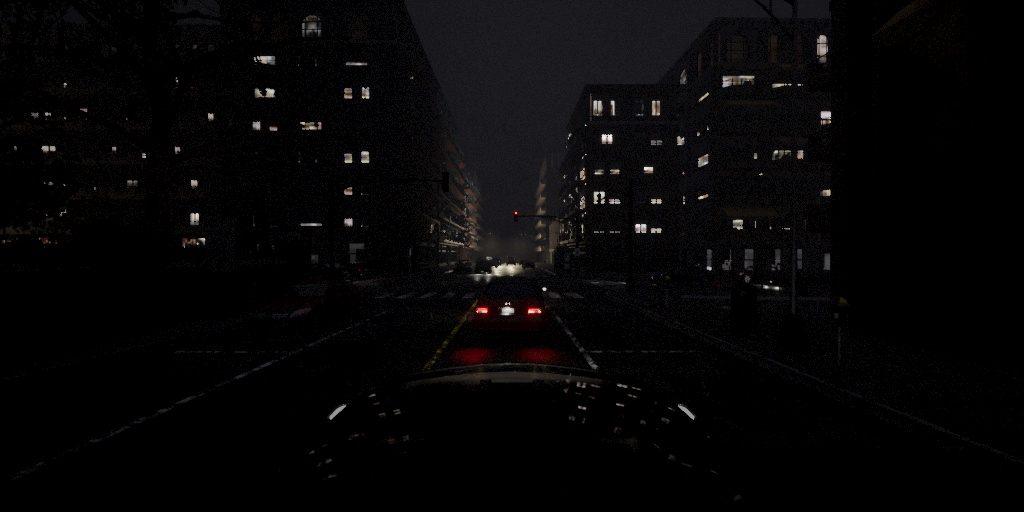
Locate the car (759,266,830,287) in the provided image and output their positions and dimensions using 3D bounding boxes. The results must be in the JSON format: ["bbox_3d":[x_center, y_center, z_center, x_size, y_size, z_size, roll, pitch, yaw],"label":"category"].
[{"bbox_3d":[23.499,1.732,28.906,5.357,1.411,2.033,1,0,-1],"label":"car"}]

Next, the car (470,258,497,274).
[{"bbox_3d":[-3.221,1.296,41.266,2.033,1.411,5.357,0,0,0],"label":"car"}]

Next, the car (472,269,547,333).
[{"bbox_3d":[0.052,1.297,10.715,2.033,1.411,5.357,0,0,3],"label":"car"}]

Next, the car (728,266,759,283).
[{"bbox_3d":[21.293,1.571,31.431,4.097,1.591,1.967,0,0,-1],"label":"car"}]

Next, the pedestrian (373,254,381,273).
[{"bbox_3d":[-12.807,0.652,33.884,0.375,1.860,0.375,0,-1,-1],"label":"pedestrian"}]

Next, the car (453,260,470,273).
[{"bbox_3d":[-5.811,1.188,42.912,1.967,1.591,4.097,0,0,0],"label":"car"}]

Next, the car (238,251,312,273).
[{"bbox_3d":[-17.606,0.694,25.075,5.566,2.045,2.150,1,0,-1],"label":"car"}]

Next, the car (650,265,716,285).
[{"bbox_3d":[13.690,1.502,28.752,4.902,1.511,2.128,1,0,-1],"label":"car"}]

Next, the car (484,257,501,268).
[{"bbox_3d":[-3.255,1.274,58.320,1.812,1.442,4.674,0,0,0],"label":"car"}]

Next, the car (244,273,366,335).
[{"bbox_3d":[-5.713,1.331,10.502,1.802,1.307,4.207,0,0,0],"label":"car"}]

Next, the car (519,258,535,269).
[{"bbox_3d":[2.535,1.299,54.209,2.007,1.370,4.403,0,0,0],"label":"car"}]

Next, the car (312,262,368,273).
[{"bbox_3d":[-13.982,1.117,28.078,4.718,1.301,1.895,1,0,-1],"label":"car"}]
